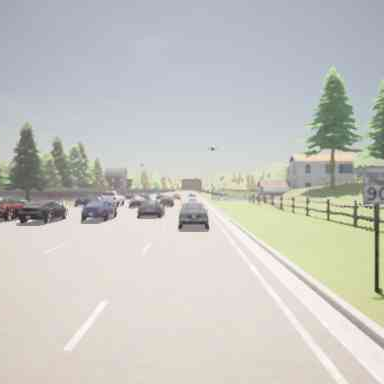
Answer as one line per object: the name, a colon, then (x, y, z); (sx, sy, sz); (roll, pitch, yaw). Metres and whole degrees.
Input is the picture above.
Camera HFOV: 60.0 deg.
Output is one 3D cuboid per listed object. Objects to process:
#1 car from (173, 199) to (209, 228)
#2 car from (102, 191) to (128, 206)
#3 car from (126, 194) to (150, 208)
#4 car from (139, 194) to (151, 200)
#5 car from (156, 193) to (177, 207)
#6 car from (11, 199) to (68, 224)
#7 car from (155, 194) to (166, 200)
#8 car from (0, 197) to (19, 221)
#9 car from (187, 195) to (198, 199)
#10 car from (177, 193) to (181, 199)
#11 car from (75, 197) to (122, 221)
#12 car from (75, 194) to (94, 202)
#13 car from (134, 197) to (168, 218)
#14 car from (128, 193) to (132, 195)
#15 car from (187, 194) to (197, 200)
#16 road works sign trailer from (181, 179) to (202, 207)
car: (0.103, 1.411, 20.978); (2.033, 1.411, 5.357); (0, 0, 0)
car: (-10.394, 0.936, 43.911); (2.150, 2.045, 5.566); (0, 0, 0)
car: (-6.896, 1.321, 43.180); (1.895, 1.301, 4.718); (0, 0, 0)
car: (-10.492, 1.070, 74.595); (1.994, 1.385, 4.181); (0, 0, 0)
car: (-3.408, 1.230, 45.698); (1.812, 1.442, 4.674); (0, 0, 0)
car: (-10.396, 1.352, 23.543); (1.837, 1.490, 4.892); (0, 0, 0)
car: (-6.992, 1.072, 74.212); (1.994, 1.385, 4.181); (0, 0, 0)
car: (-13.896, 1.188, 25.252); (2.097, 1.767, 4.553); (0, 0, 0)
car: (0.089, 1.310, 36.130); (1.812, 1.442, 4.674); (0, -1, 0)
car: (-3.492, 0.995, 74.627); (1.882, 1.535, 5.008); (0, 0, 0)
car: (-6.911, 1.363, 25.052); (1.812, 1.442, 4.674); (0, 0, 0)
car: (-13.894, 1.064, 44.337); (2.097, 1.767, 4.553); (0, 0, 0)
car: (-3.396, 1.380, 28.247); (1.994, 1.385, 4.181); (0, 0, 0)
car: (-13.992, 1.044, 74.212); (1.812, 1.442, 4.674); (0, 0, 0)
car: (0.008, 1.070, 74.628); (1.994, 1.385, 4.181); (0, 0, 0)
road works sign trailer: (-0.078, 0.185, 39.727); (2.380, 3.560, 2.880); (0, 1, -3)
